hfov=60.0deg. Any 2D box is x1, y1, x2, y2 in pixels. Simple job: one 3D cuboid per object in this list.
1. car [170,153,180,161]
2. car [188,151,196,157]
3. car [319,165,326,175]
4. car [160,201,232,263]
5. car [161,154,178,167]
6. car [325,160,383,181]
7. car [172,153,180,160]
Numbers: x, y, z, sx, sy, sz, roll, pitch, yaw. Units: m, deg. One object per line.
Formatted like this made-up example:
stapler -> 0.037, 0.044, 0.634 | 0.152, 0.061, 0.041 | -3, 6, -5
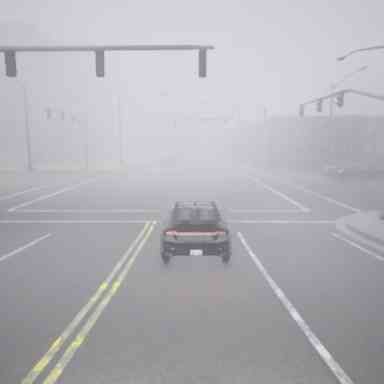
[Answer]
car -> -3.498, -7.461, 69.926 | 1.837, 1.490, 4.892 | 0, 8, 0
car -> 0.002, -10.287, 89.682 | 1.994, 1.385, 4.181 | 0, 8, 0
car -> 15.969, -2.581, 35.408 | 4.553, 1.767, 2.097 | 0, 8, 0
car -> 0.100, 1.011, 10.285 | 2.128, 1.511, 4.902 | 0, 5, 0
car -> -3.568, -4.555, 50.012 | 1.837, 1.490, 4.892 | 0, 8, 0
car -> 15.803, -2.077, 31.945 | 4.553, 1.767, 2.097 | 0, 8, 0
car -> -3.498, -5.945, 59.963 | 1.994, 1.385, 4.181 | 0, 8, 0
